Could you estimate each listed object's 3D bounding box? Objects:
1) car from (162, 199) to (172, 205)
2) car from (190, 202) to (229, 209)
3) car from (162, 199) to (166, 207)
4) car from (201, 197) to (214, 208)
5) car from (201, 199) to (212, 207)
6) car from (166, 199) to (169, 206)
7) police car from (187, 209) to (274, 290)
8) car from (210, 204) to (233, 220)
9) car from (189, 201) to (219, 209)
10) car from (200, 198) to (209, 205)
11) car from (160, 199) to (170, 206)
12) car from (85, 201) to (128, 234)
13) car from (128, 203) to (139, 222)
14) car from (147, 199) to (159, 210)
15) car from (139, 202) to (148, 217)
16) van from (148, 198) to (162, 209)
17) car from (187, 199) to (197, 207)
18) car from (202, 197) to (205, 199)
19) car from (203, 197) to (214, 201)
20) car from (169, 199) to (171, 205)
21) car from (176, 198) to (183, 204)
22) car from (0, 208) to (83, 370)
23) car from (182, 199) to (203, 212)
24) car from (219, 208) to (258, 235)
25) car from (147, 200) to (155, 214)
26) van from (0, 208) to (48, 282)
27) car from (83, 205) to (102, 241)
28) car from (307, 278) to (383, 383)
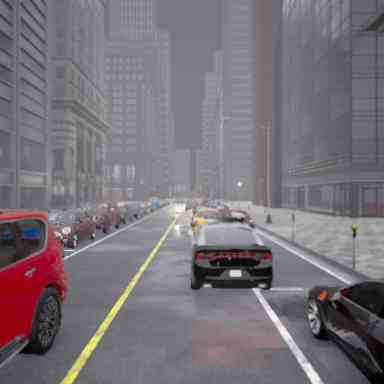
[{"bbox_3d":[-5.735,2.229,77.027,2.008,1.369,4.403,0,-1,0],"label":"car"},{"bbox_3d":[0.908,1.620,19.555,1.801,1.575,5.366,0,0,0],"label":"car"},{"bbox_3d":[-5.744,1.991,54.312,1.752,1.417,4.829,0,-1,0],"label":"car"},{"bbox_3d":[2.782,1.835,60.119,2.192,1.841,5.009,0,-1,0],"label":"car"},{"bbox_3d":[2.785,2.138,65.753,1.947,1.339,4.313,0,-1,0],"label":"car"},{"bbox_3d":[-5.742,2.101,60.118,1.802,1.307,4.206,0,-1,0],"label":"car"},{"bbox_3d":[0.904,1.505,9.476,1.930,1.638,5.238,0,0,0],"label":"police car"},{"bbox_3d":[2.772,1.851,31.937,1.802,1.307,4.206,0,0,0],"label":"car"},{"bbox_3d":[0.910,1.691,25.365,1.882,1.535,5.008,0,0,0],"label":"car"},{"bbox_3d":[2.789,2.119,77.026,1.967,1.590,4.097,0,-1,0],"label":"car"},{"bbox_3d":[-5.737,2.191,71.390,1.947,1.339,4.313,0,-1,0],"label":"car"},{"bbox_3d":[-5.758,1.488,20.665,2.192,1.841,5.009,0,0,0],"label":"car"},{"bbox_3d":[-5.755,1.787,26.299,1.947,1.339,4.313,0,0,0],"label":"car"},{"bbox_3d":[-5.748,1.948,43.209,1.802,1.307,4.206,0,-1,0],"label":"car"},{"bbox_3d":[-5.753,1.834,31.936,1.947,1.339,4.313,0,0,0],"label":"car"},{"bbox_3d":[-5.747,1.757,48.847,1.690,1.788,3.998,0,-1,0],"label":"van"},{"bbox_3d":[0.025,2.050,62.846,1.837,1.490,4.892,0,-1,0],"label":"car"},{"bbox_3d":[2.780,1.783,54.483,2.192,1.841,5.009,0,-1,0],"label":"car"},{"bbox_3d":[2.776,1.807,43.211,1.967,1.590,4.097,0,-1,0],"label":"car"},{"bbox_3d":[-5.740,2.137,65.754,1.947,1.339,4.313,0,-1,0],"label":"car"},{"bbox_3d":[-2.967,2.245,83.435,1.837,1.490,4.892,0,-1,0],"label":"car"},{"bbox_3d":[-3.098,1.249,3.234,2.150,2.045,5.566,0,0,0],"label":"car"},{"bbox_3d":[0.037,1.933,45.377,2.033,1.411,5.357,0,-1,0],"label":"car"},{"bbox_3d":[2.768,1.756,20.665,1.802,1.307,4.206,0,0,0],"label":"car"},{"bbox_3d":[-5.751,1.868,37.572,2.008,1.369,4.403,0,0,0],"label":"car"},{"bbox_3d":[-5.763,1.420,9.392,1.690,1.788,3.998,0,0,0],"label":"van"},{"bbox_3d":[-5.760,1.566,15.027,1.967,1.590,4.097,0,0,0],"label":"car"},{"bbox_3d":[2.761,1.598,3.757,1.947,1.339,4.313,0,0,0],"label":"car"}]
